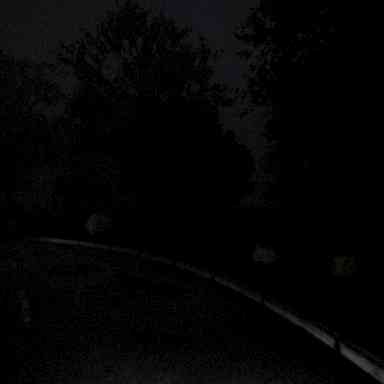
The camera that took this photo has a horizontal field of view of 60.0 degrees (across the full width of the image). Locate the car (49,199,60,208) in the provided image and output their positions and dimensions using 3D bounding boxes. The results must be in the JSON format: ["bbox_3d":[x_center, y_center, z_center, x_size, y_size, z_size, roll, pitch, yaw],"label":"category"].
[{"bbox_3d":[-21.801,1.908,56.113,1.837,1.490,4.892,0,0,0],"label":"car"}]
